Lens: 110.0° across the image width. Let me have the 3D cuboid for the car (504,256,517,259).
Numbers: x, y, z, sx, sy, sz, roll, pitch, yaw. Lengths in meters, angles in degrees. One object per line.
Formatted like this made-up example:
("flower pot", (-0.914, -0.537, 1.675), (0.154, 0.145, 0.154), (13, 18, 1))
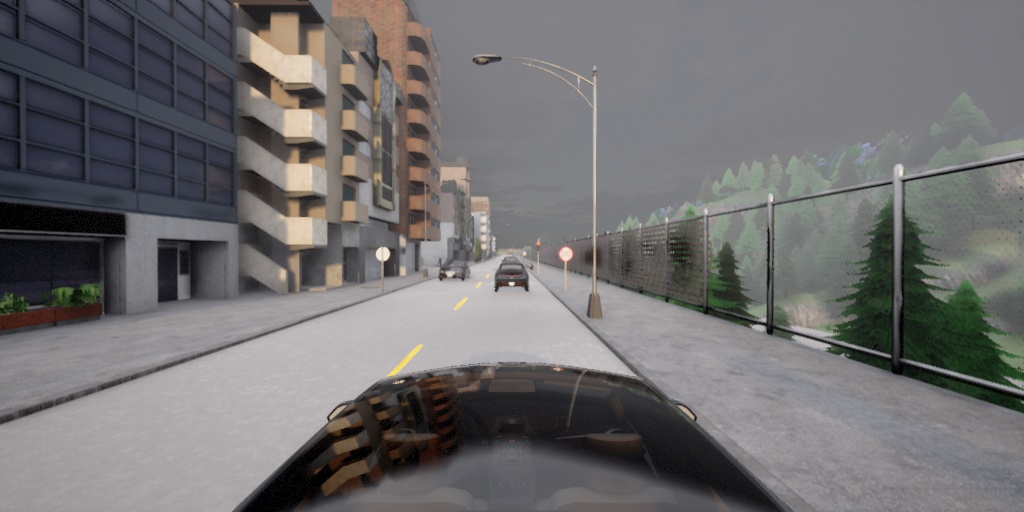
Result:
("car", (-0.132, 0.818, 38.876), (2.097, 1.767, 4.553), (0, 0, 0))

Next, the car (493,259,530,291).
("car", (-0.025, 1.112, 20.638), (1.837, 1.490, 4.892), (0, 1, 0))

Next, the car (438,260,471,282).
("car", (-4.214, 1.053, 26.790), (2.128, 1.511, 4.902), (0, 0, 0))
